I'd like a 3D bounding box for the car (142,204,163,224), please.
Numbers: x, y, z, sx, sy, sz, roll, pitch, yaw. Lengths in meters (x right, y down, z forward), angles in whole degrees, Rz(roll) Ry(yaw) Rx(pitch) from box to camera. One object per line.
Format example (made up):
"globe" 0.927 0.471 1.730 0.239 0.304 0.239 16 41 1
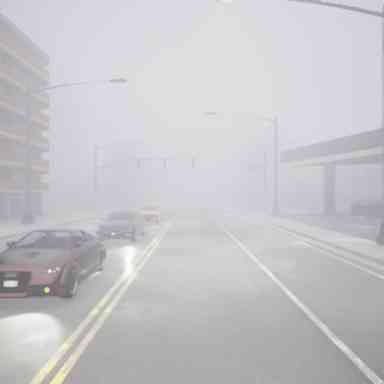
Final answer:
"car" -3.595 1.806 28.274 1.882 1.535 5.008 0 -1 0

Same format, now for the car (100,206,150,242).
"car" -3.615 1.711 17.695 1.837 1.490 4.892 0 -1 0

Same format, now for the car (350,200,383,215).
"car" 20.230 1.720 37.186 4.611 1.667 2.242 0 -1 1

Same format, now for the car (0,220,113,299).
"car" -3.611 1.666 8.627 1.994 1.385 4.181 0 -1 0
